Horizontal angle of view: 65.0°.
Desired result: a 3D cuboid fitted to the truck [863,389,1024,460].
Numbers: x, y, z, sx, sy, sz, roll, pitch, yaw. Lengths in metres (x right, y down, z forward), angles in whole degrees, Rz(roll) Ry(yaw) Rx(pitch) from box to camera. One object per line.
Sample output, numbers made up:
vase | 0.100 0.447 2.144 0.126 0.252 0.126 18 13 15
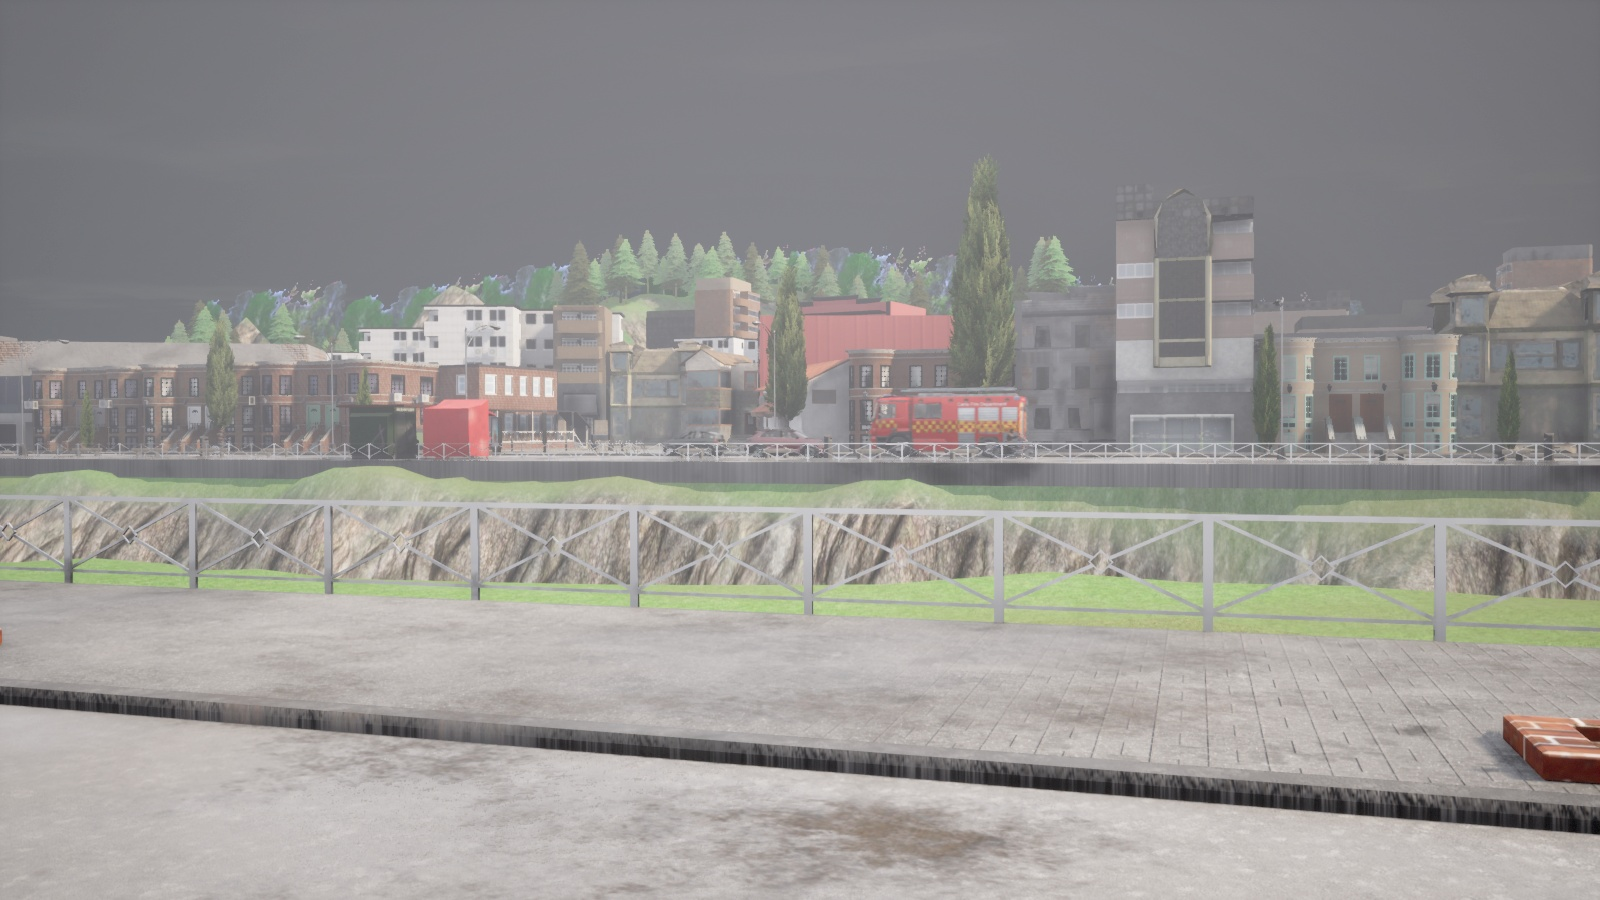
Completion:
truck | 7.999 -1.429 70.028 8.468 3.827 2.891 1 1 18

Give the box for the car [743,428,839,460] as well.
car | -0.498 -0.343 68.535 4.856 1.649 2.033 1 1 18

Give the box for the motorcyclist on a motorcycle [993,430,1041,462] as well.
motorcyclist on a motorcycle | 11.211 -0.219 64.833 2.350 1.649 0.766 1 1 18

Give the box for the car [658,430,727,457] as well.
car | -6.381 -0.413 74.580 3.705 1.549 1.789 1 1 18
